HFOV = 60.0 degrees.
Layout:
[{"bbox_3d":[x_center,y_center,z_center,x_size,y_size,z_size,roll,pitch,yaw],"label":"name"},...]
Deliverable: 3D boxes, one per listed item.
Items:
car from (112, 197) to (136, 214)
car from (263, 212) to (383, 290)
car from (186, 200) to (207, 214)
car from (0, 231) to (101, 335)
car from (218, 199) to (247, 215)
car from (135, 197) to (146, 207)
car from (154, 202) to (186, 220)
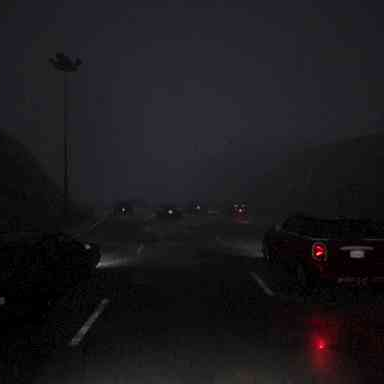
[{"bbox_3d":[-7.215,1.468,34.497,1.837,1.490,4.892,1,0,-14],"label":"car"},{"bbox_3d":[3.454,1.342,9.213,2.097,1.767,4.553,0,0,-2],"label":"car"},{"bbox_3d":[0.177,1.527,34.391,1.994,1.385,4.181,0,0,-13],"label":"car"},{"bbox_3d":[-3.445,1.540,6.989,2.033,1.411,5.357,0,0,-1],"label":"car"},{"bbox_3d":[3.998,1.468,33.415,1.837,1.490,4.892,1,0,-12],"label":"car"},{"bbox_3d":[-8.189,1.437,49.889,2.128,1.511,4.902,0,0,-20],"label":"car"},{"bbox_3d":[-2.062,1.533,27.916,1.994,1.385,4.181,0,0,-11],"label":"car"}]
